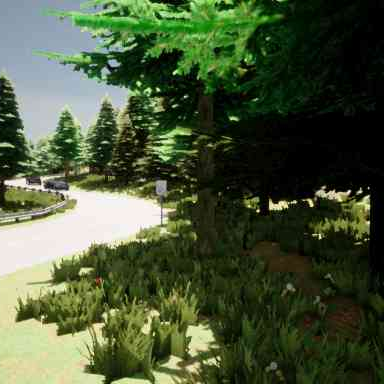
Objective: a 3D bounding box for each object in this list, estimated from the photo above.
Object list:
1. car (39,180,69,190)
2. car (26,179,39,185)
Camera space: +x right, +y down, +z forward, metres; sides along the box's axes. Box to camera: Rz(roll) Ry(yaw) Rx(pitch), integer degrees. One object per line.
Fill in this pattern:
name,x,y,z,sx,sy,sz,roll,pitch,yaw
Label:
car,-18.827,-0.986,46.137,4.181,1.385,1.994,6,4,40
car,-25.451,-1.912,53.406,1.837,1.490,4.892,0,5,-34
